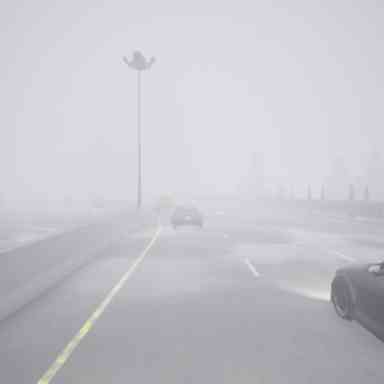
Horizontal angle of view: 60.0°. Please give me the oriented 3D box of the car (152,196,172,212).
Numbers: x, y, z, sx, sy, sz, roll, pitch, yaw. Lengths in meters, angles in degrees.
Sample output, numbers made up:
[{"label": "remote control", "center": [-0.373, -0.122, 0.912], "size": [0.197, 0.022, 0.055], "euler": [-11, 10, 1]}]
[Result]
[{"label": "car", "center": [-3.492, 1.335, 39.401], "size": [2.097, 1.767, 4.553], "euler": [0, 0, -14]}]

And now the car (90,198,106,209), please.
[{"label": "car", "center": [-12.999, 1.559, 45.868], "size": [2.033, 1.411, 5.357], "euler": [0, 0, -20]}]

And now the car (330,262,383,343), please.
[{"label": "car", "center": [3.603, 1.556, 4.625], "size": [1.994, 1.385, 4.181], "euler": [0, 0, 0]}]

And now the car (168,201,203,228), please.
[{"label": "car", "center": [-0.422, 1.539, 22.225], "size": [1.994, 1.385, 4.181], "euler": [0, 0, -5]}]

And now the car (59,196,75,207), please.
[{"label": "car", "center": [-20.165, 1.402, 53.592], "size": [2.097, 1.767, 4.553], "euler": [0, 0, -26]}]

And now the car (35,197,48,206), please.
[{"label": "car", "center": [-25.423, 1.626, 56.051], "size": [2.033, 1.411, 5.357], "euler": [0, 0, -29]}]
